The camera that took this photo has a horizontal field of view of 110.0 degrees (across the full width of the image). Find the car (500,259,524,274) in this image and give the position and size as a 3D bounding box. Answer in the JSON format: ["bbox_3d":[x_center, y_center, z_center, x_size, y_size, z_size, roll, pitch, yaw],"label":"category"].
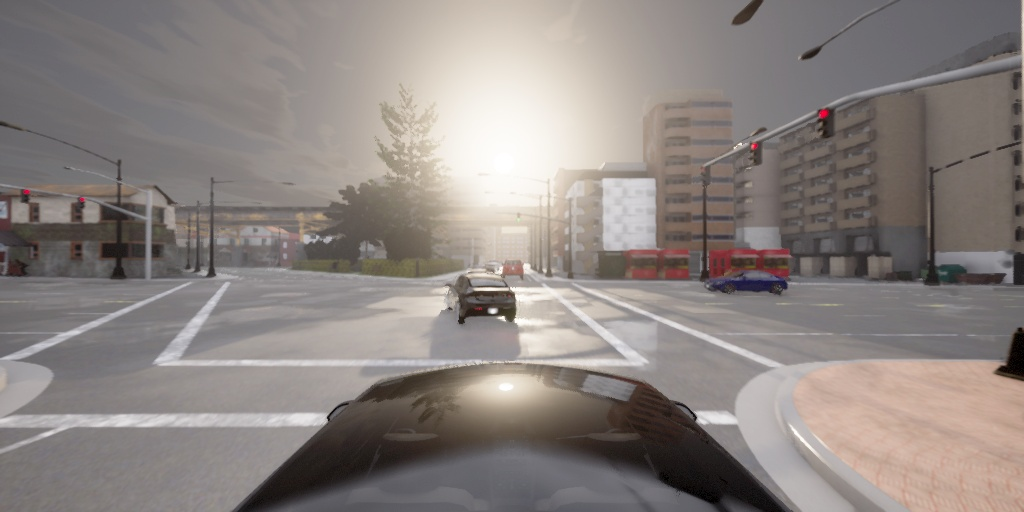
[{"bbox_3d":[0.107,1.349,37.650,2.150,2.045,5.566,0,-1,0],"label":"car"}]

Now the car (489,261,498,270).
[{"bbox_3d":[-3.541,1.848,52.476,1.994,1.385,4.181,0,-1,1],"label":"car"}]

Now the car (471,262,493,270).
[{"bbox_3d":[-3.579,1.693,39.313,2.033,1.411,5.357,0,-1,0],"label":"car"}]

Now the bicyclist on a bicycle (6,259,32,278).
[{"bbox_3d":[-42.665,1.068,31.038,0.582,1.620,1.656,1,0,0],"label":"bicyclist on a bicycle"}]

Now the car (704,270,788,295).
[{"bbox_3d":[14.398,1.613,22.163,4.674,1.442,1.812,1,-1,-1],"label":"car"}]

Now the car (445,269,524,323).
[{"bbox_3d":[-1.242,1.396,12.926,1.837,1.490,4.892,1,-1,-16],"label":"car"}]
